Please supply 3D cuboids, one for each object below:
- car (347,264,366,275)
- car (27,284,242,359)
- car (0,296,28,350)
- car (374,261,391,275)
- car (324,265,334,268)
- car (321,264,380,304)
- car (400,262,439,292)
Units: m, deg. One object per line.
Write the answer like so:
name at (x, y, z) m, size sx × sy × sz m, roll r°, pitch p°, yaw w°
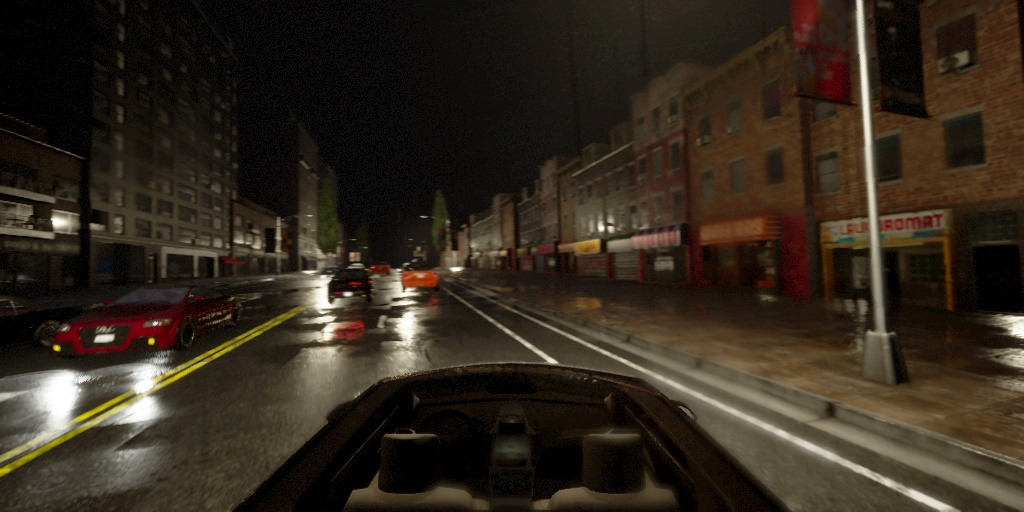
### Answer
car at (-21.302, 1.820, 49.272) m, size 1.812 × 1.442 × 4.674 m, roll -1°, pitch -1°, yaw -17°
car at (-8.551, 1.426, 8.898) m, size 1.994 × 1.385 × 4.181 m, roll -1°, pitch 0°, yaw -18°
car at (-11.323, 1.503, 6.892) m, size 1.895 × 1.301 × 4.718 m, roll -1°, pitch 0°, yaw -18°
car at (-16.104, 1.480, 44.102) m, size 2.097 × 1.767 × 4.553 m, roll -1°, pitch -1°, yaw -18°
car at (-24.694, 1.921, 49.232) m, size 1.994 × 1.385 × 4.181 m, roll -1°, pitch -1°, yaw -17°
car at (-7.604, 1.345, 17.313) m, size 1.837 × 1.490 × 4.892 m, roll -1°, pitch 0°, yaw -18°
car at (-5.799, 1.167, 22.283) m, size 2.097 × 1.767 × 4.553 m, roll -1°, pitch 0°, yaw -17°
